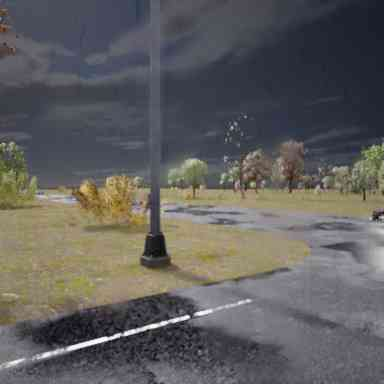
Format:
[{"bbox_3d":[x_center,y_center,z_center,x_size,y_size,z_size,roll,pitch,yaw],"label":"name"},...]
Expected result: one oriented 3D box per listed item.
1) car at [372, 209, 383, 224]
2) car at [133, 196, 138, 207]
[{"bbox_3d":[14.266,1.416,21.416,1.837,1.490,4.892,-1,1,-35],"label":"car"},{"bbox_3d":[-7.519,1.131,40.204,1.837,1.490,4.892,-1,1,-35],"label":"car"}]
